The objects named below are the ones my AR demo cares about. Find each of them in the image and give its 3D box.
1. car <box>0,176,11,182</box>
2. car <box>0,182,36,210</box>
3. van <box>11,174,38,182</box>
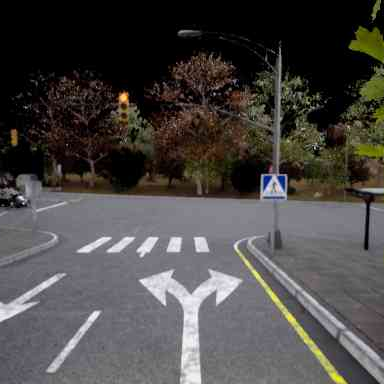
[{"bbox_3d":[-23.388,-1.213,41.561,2.185,1.767,4.553,0,5,-14],"label":"car"},{"bbox_3d":[-15.295,0.376,27.278,4.553,1.767,2.097,2,5,5],"label":"car"},{"bbox_3d":[-20.418,-1.187,41.173,1.878,1.987,4.442,1,5,-14],"label":"van"}]
